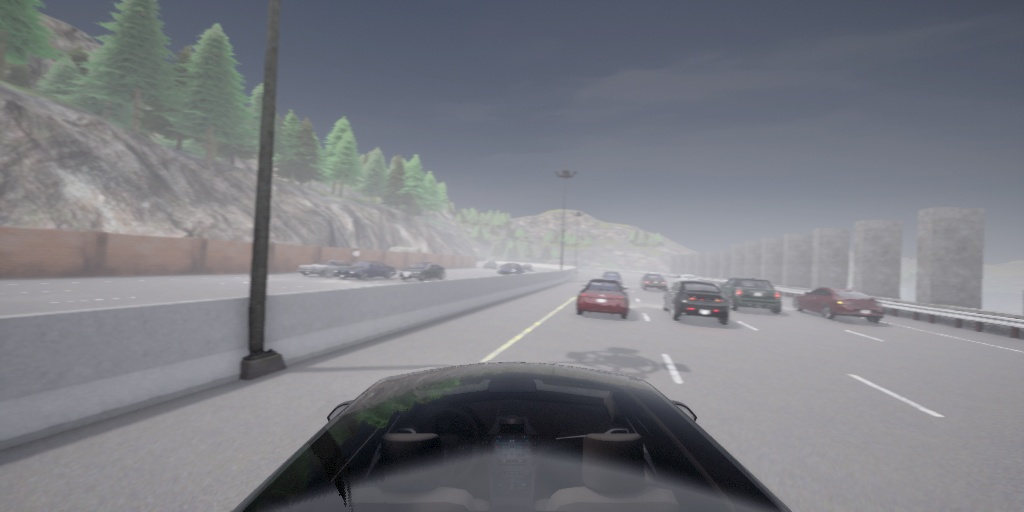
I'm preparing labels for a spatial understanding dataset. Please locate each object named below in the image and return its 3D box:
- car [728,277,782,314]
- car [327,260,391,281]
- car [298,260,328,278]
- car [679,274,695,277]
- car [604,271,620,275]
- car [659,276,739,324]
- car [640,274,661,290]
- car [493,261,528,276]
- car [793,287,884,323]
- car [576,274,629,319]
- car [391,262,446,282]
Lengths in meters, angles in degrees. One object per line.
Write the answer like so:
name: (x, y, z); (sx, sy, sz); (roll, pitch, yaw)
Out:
car: (12.429, 1.928, 19.229); (2.097, 1.767, 4.553); (3, -1, 17)
car: (-10.933, 1.067, 27.269); (2.033, 1.411, 5.357); (3, -1, 17)
car: (-14.292, 0.966, 28.256); (1.895, 1.301, 4.718); (3, -1, 17)
car: (16.819, 2.504, 34.595); (1.812, 1.442, 4.674); (3, -1, 15)
car: (8.988, 2.113, 32.443); (2.033, 1.411, 5.357); (3, -1, 16)
car: (7.440, 1.779, 14.809); (1.837, 1.490, 4.892); (3, -1, 17)
car: (12.354, 2.268, 31.501); (2.033, 1.411, 5.357); (3, -1, 16)
car: (-0.122, 1.554, 39.575); (2.097, 1.767, 4.553); (3, -1, 15)
car: (15.455, 2.226, 17.197); (1.812, 1.442, 4.674); (3, -1, 17)
car: (3.872, 1.667, 15.106); (1.994, 1.385, 4.181); (3, -1, 17)
car: (-6.968, 1.220, 28.359); (2.128, 1.511, 4.902); (3, -1, 16)
